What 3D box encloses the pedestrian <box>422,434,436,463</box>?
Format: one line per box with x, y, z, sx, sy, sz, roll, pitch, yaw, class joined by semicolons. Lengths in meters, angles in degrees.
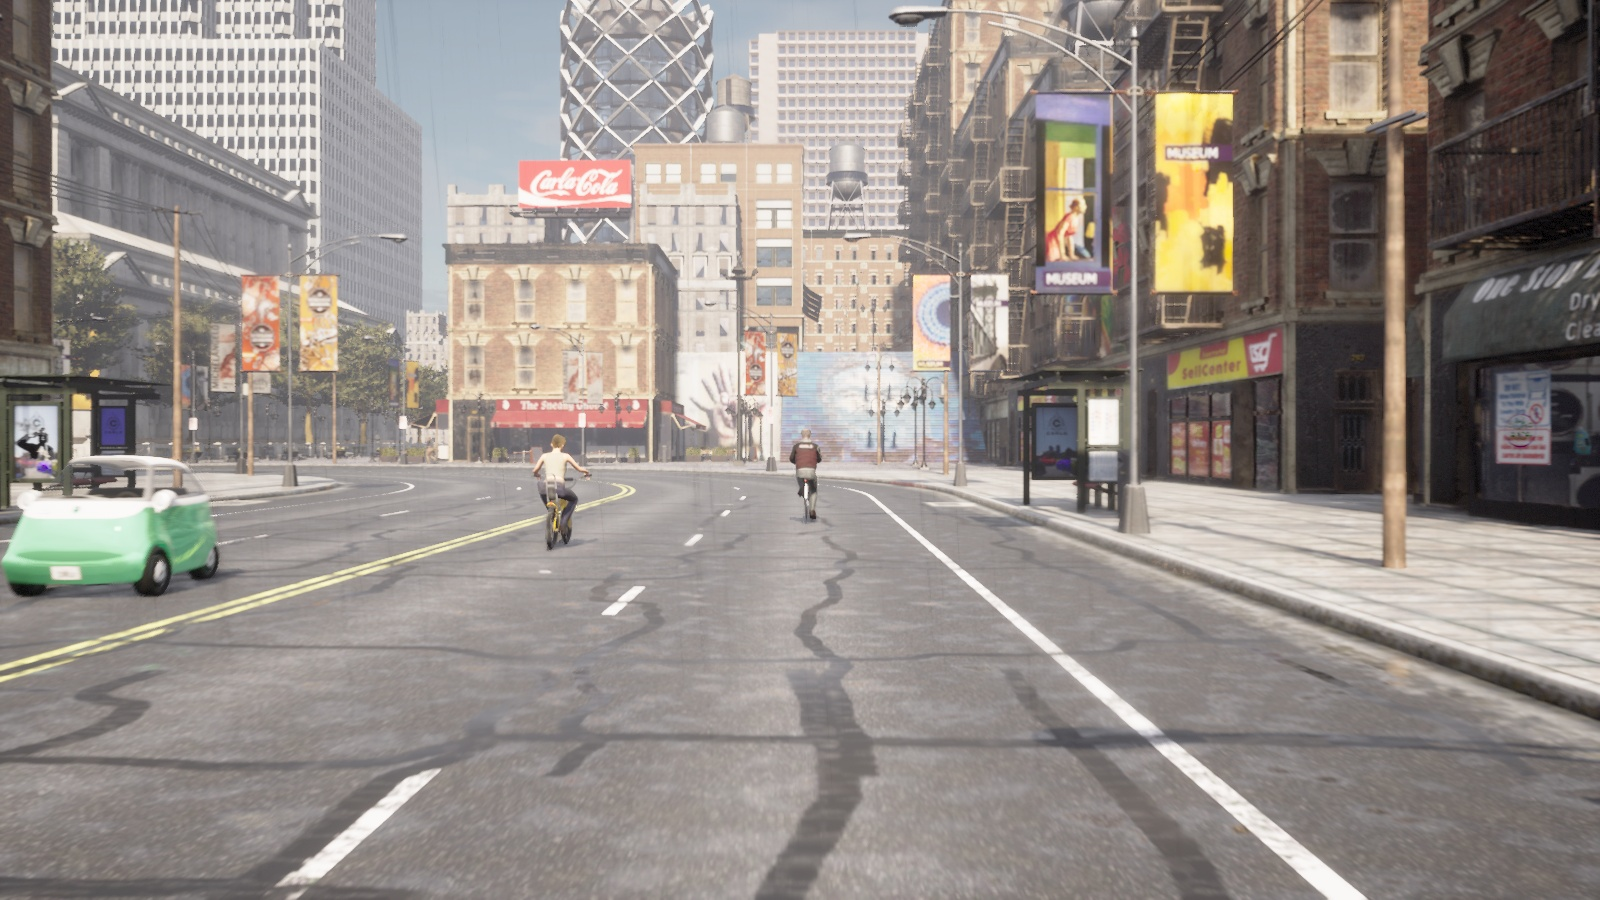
-23.821;-0.082;80.607;0.694;1.848;0.540;0;0;17;pedestrian

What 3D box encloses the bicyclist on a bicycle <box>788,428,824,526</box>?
0.123;0.481;23.628;0.659;1.776;1.843;0;0;1;bicyclist on a bicycle

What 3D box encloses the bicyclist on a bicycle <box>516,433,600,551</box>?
-3.444;0.577;17.966;0.866;1.612;1.509;0;0;2;bicyclist on a bicycle

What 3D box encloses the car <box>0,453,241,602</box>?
-6.921;0.722;12.764;1.481;1.376;2.207;0;0;0;car
